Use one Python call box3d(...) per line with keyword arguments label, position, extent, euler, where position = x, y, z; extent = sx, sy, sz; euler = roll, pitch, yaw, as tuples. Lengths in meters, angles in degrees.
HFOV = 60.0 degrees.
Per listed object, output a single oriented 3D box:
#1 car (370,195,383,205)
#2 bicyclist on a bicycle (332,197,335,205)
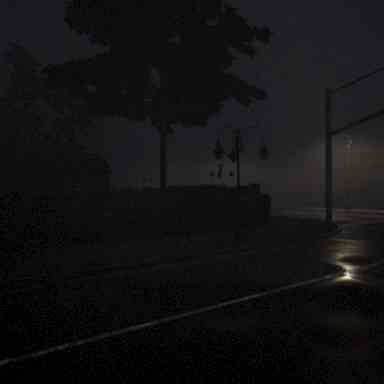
box3d(label="car", position=(28.573, 1.072, 48.596), extent=(2.242, 1.667, 4.611), euler=(0, 0, -35))
box3d(label="bicyclist on a bicycle", position=(20.996, 1.230, 50.238), extent=(1.656, 1.620, 0.582), euler=(-6, -7, -37))
